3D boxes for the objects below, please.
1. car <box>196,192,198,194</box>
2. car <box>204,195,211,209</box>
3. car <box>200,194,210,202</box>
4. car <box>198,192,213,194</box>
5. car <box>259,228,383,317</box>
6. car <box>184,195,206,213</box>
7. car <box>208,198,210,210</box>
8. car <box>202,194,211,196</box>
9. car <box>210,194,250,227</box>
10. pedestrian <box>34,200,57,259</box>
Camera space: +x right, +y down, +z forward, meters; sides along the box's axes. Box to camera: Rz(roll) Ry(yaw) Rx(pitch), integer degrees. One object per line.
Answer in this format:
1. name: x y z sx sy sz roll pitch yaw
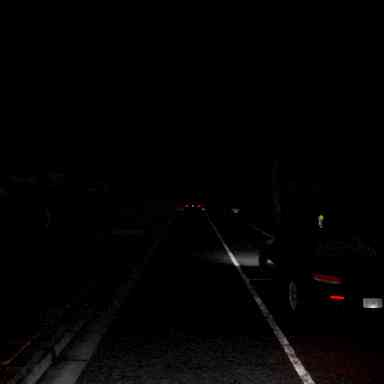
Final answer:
1. car: 2.650 0.895 89.157 1.967 1.590 4.097 2 0 0
2. car: 2.656 1.396 39.174 1.947 1.339 4.313 2 1 0
3. car: 2.650 1.179 66.944 1.802 1.307 4.206 2 0 0
4. car: 2.661 1.001 55.835 2.192 1.841 5.009 2 0 0
5. car: 2.749 1.517 7.360 1.812 1.442 4.674 0 0 0
6. car: 0.078 1.407 35.486 2.033 1.411 5.357 0 0 0
7. car: 2.657 1.454 28.062 1.887 1.381 4.507 2 0 0
8. car: 2.655 1.349 44.730 1.947 1.339 4.313 2 1 0
9. car: 2.663 1.254 22.503 2.192 1.841 5.009 2 0 0
10. pedestrian: -4.515 1.131 10.226 0.375 1.860 0.375 2 -1 0
